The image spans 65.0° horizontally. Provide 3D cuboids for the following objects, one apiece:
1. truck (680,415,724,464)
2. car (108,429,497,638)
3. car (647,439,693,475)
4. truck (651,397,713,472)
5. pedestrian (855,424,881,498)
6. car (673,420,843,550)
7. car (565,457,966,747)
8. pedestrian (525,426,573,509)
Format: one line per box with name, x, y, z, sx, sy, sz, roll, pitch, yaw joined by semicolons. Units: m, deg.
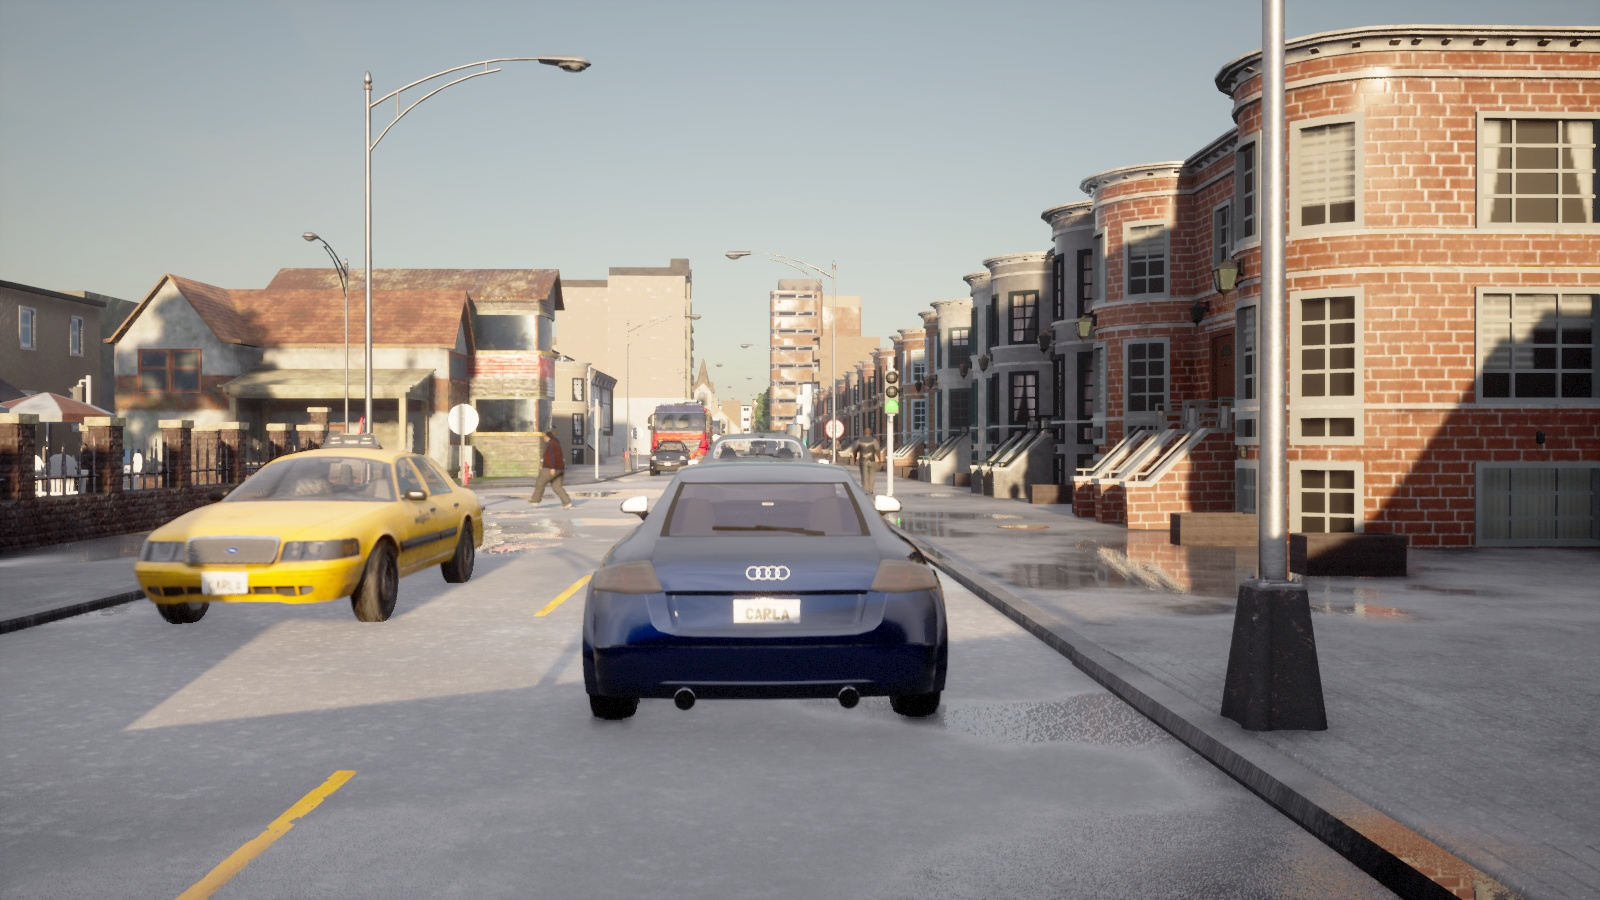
truck;-7.142;-0.765;92.701;2.891;3.462;7.936;0;0;-2
car;-4.393;0.613;12.155;1.801;1.575;5.366;0;0;-2
car;-5.971;0.312;58.107;1.851;1.617;3.988;0;0;-2
truck;-6.322;-0.810;68.437;2.891;3.827;8.468;0;0;-2
pedestrian;1.753;0.275;32.250;0.563;1.883;0.849;0;0;11
car;-0.608;0.421;18.432;2.152;1.651;5.027;0;0;-2
car;-0.251;0.763;8.334;1.994;1.385;4.181;0;0;-2
pedestrian;-5.626;0.381;28.145;0.899;1.844;0.634;0;0;9
